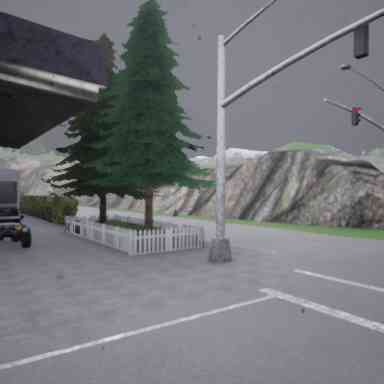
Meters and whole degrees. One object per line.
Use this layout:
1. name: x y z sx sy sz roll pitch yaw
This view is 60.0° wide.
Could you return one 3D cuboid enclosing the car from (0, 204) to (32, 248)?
1. car: -8.719 1.526 15.286 1.905 1.878 3.866 1 0 -36
